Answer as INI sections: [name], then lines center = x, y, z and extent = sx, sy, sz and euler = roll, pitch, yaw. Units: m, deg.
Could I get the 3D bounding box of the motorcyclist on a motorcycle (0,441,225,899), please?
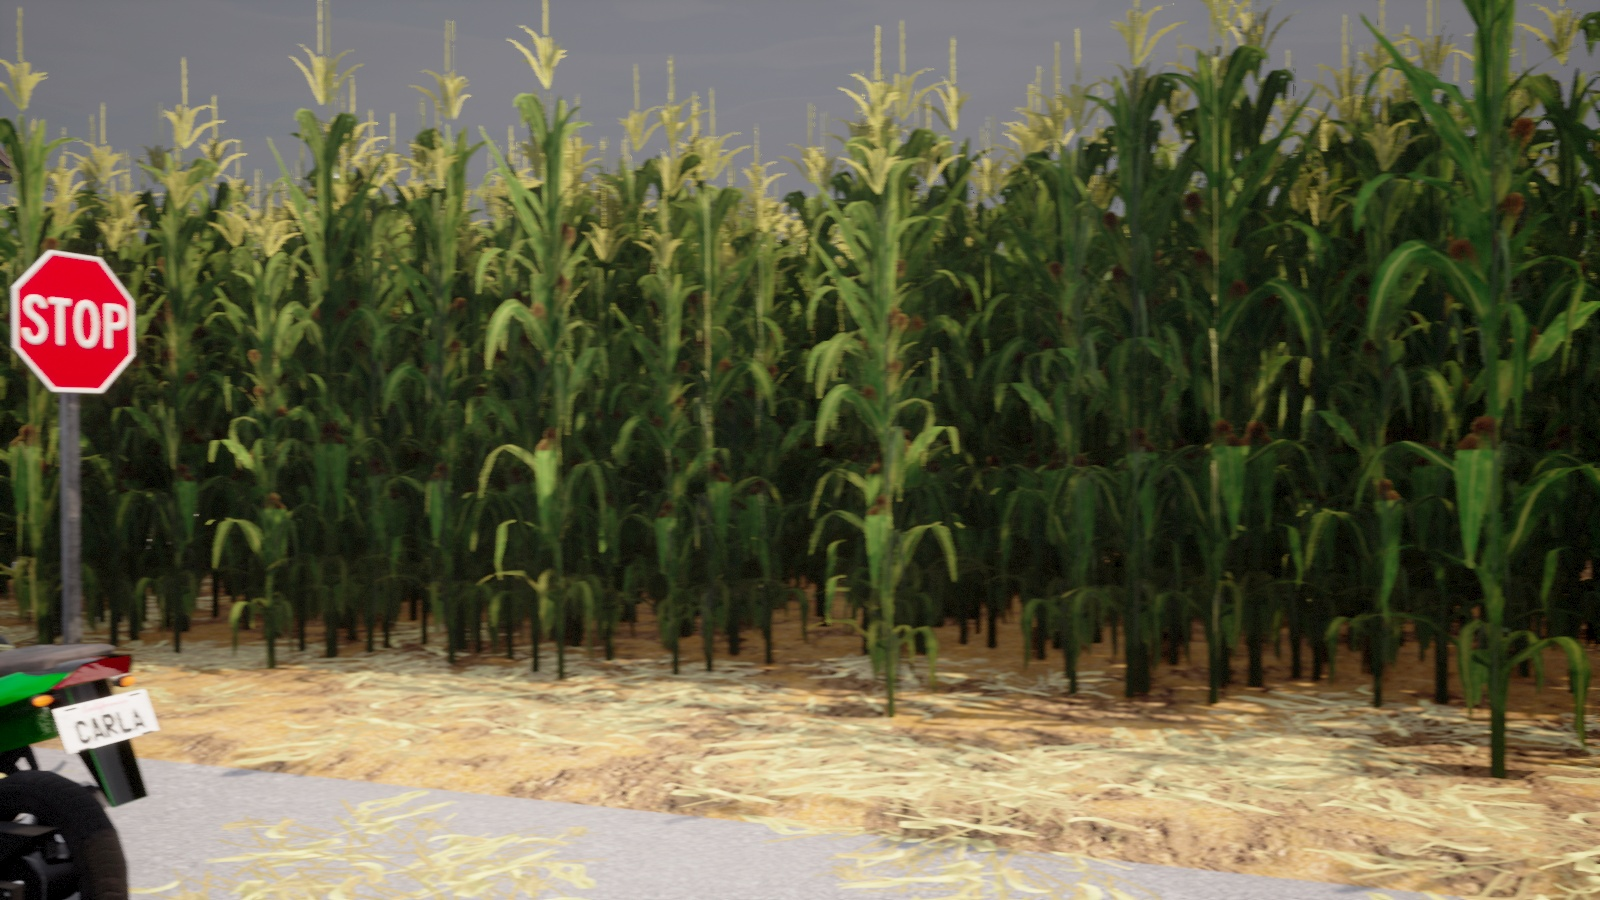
[motorcyclist on a motorcycle]
center = -2.838, 0.737, 3.753
extent = 2.044, 1.523, 0.797
euler = 1, 1, 19
